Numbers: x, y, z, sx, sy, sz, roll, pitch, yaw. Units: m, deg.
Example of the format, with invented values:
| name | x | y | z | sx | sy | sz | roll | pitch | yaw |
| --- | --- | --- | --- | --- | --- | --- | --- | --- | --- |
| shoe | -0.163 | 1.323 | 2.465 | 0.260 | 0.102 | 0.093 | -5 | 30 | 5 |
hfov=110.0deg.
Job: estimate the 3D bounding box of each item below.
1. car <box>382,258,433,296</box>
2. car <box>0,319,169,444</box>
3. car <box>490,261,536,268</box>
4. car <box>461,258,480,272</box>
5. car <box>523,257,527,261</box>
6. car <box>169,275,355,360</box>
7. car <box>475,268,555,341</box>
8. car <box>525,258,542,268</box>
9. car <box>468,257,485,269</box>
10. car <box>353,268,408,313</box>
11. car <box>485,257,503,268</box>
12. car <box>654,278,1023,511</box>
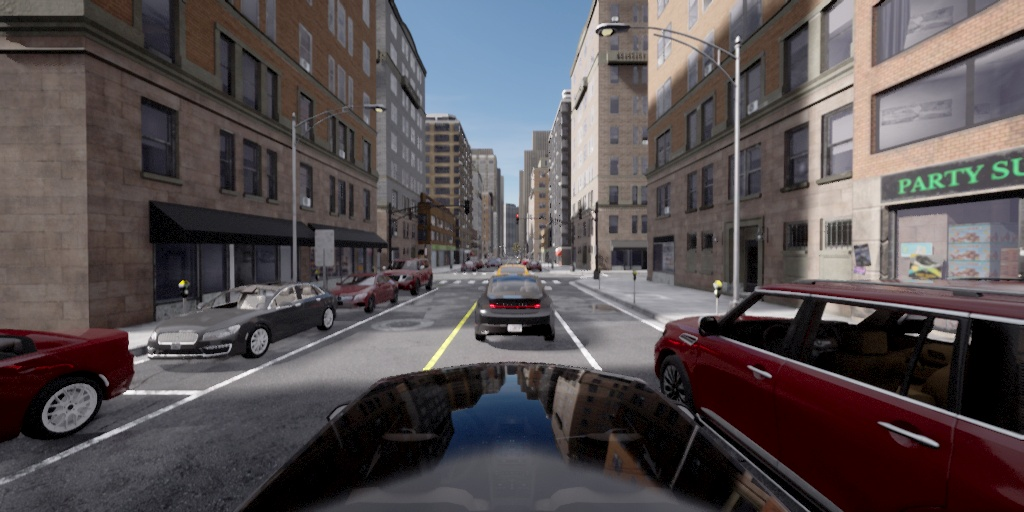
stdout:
| name | x | y | z | sx | sy | sz | roll | pitch | yaw |
| --- | --- | --- | --- | --- | --- | --- | --- | --- | --- |
| car | -5.633 | 1.042 | 19.388 | 2.192 | 1.841 | 5.009 | 0 | 0 | 0 |
| car | -5.667 | 1.293 | 2.640 | 1.888 | 1.381 | 4.507 | 0 | 0 | 0 |
| car | 0.047 | 1.206 | 18.955 | 1.882 | 1.535 | 5.008 | 0 | 0 | 1 |
| car | -5.577 | 1.294 | 46.388 | 1.802 | 1.307 | 4.207 | 0 | 0 | 0 |
| car | 2.961 | 1.237 | 52.131 | 1.751 | 1.417 | 4.829 | 0 | 0 | 0 |
| car | -5.656 | 1.291 | 8.223 | 2.007 | 1.370 | 4.403 | 0 | 0 | 0 |
| car | 0.079 | 1.243 | 9.837 | 1.837 | 1.490 | 4.892 | 0 | 0 | 0 |
| car | 2.949 | 1.294 | 46.398 | 1.802 | 1.307 | 4.207 | 0 | 0 | 0 |
| car | -5.565 | 1.026 | 51.953 | 2.192 | 1.841 | 5.009 | 0 | 0 | 0 |
| car | -5.644 | 1.315 | 13.806 | 1.802 | 1.307 | 4.207 | 0 | 0 | 0 |
| car | -2.964 | 1.276 | 57.110 | 1.994 | 1.385 | 4.181 | 0 | 0 | 0 |
| car | 2.858 | 1.063 | 2.645 | 2.192 | 1.841 | 5.009 | 0 | 0 | 0 |
